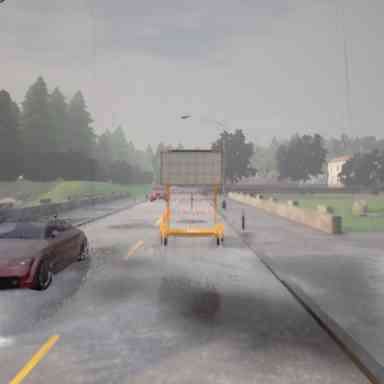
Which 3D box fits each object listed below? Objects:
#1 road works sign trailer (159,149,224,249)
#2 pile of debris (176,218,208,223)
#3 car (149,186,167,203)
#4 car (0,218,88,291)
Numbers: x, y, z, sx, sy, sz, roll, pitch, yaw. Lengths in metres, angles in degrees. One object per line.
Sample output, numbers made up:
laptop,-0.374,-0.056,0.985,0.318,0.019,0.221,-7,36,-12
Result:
road works sign trailer,-0.003,0.163,12.896,2.380,3.560,2.880,0,1,0
pile of debris,-0.005,1.702,19.933,1.860,0.140,1.500,0,1,0
car,-4.101,0.234,42.756,2.150,2.045,5.566,0,1,0
car,-4.100,1.368,8.324,1.994,1.385,4.181,0,1,0
